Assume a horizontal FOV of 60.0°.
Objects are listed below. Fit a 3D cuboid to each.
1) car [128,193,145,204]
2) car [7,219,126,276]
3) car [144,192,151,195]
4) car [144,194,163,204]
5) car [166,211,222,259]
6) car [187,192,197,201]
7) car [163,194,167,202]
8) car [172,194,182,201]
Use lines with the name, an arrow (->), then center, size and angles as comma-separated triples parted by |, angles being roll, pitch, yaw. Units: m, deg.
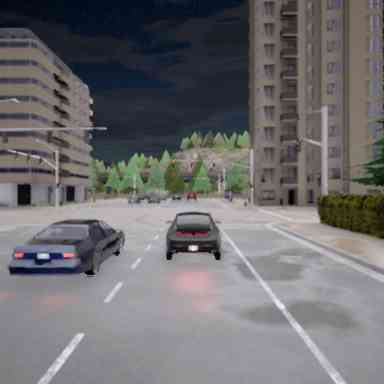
car -> -10.539, 1.473, 61.082 | 2.128, 1.511, 4.902 | 0, 0, 1
car -> -3.459, 1.545, 10.288 | 2.033, 1.411, 5.357 | 0, 0, 0
car -> -10.507, 1.080, 76.503 | 2.150, 2.045, 5.566 | 0, 0, 0
car -> -7.040, 1.545, 61.057 | 1.994, 1.385, 4.181 | 0, 0, 1
car -> 0.060, 1.499, 12.617 | 1.837, 1.490, 4.892 | 0, -1, 0
car -> -0.007, 1.040, 77.556 | 2.150, 2.045, 5.566 | 0, 0, 0
car -> -7.007, 1.321, 76.050 | 2.097, 1.767, 4.553 | 0, 0, 0
car -> -3.507, 1.170, 77.495 | 2.097, 1.767, 4.553 | 0, 0, 0
